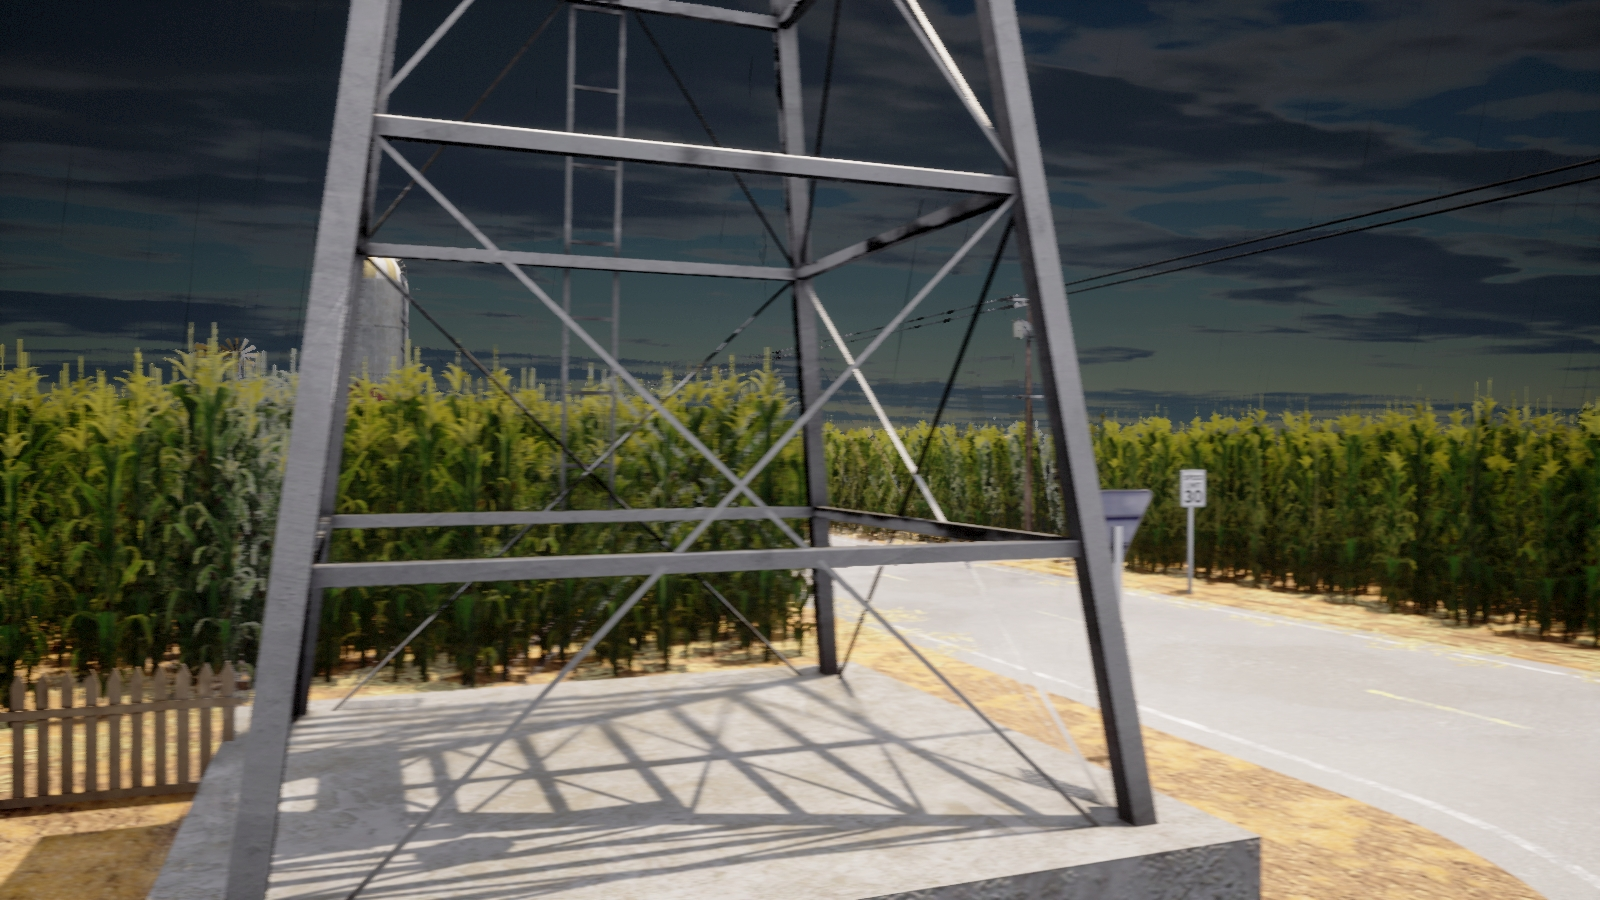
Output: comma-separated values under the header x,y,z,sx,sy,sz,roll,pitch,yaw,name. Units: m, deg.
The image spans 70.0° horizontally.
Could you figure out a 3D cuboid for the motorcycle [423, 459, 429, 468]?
x,y,z,sx,sy,sz,roll,pitch,yaw,name
-57.835,2.112,176.852,0.764,1.307,2.356,0,0,-21,motorcycle
